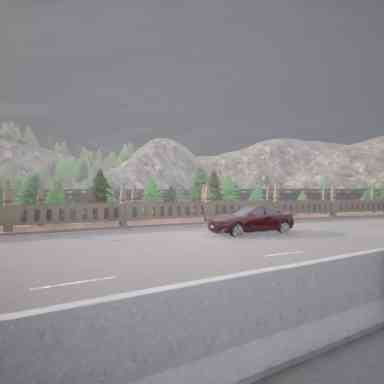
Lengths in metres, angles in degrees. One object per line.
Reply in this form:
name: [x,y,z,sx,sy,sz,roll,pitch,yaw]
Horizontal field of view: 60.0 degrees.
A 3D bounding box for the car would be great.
car: [3.232,1.478,17.949,5.008,1.535,1.882,0,0,-28]
